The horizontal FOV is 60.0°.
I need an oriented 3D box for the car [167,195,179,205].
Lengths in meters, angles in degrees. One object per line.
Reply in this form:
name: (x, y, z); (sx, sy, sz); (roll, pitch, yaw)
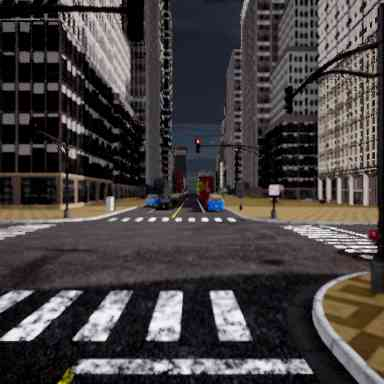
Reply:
car: (-3.148, 1.511, 56.072); (1.895, 1.301, 4.718); (0, 0, 1)

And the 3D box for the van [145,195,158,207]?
van: (-5.799, 1.263, 48.707); (1.690, 1.788, 3.998); (0, 0, 0)

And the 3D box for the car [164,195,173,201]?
car: (-5.696, 1.448, 81.943); (1.802, 1.307, 4.206); (0, 0, 0)

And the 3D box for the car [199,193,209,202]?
car: (2.668, 1.191, 76.378); (2.192, 1.841, 5.009); (0, 0, 0)

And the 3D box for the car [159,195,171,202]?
car: (-5.731, 1.436, 70.864); (2.008, 1.369, 4.403); (0, 0, 0)

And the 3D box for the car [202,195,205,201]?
car: (2.586, 1.476, 43.145); (1.887, 1.381, 4.507); (0, 0, 0)

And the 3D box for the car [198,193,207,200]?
car: (2.703, 1.171, 87.457); (2.192, 1.841, 5.009); (0, 0, 0)

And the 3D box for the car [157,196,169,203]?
car: (-5.748, 1.461, 65.325); (1.947, 1.339, 4.313); (0, 0, 0)

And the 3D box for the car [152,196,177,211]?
car: (-3.229, 1.500, 39.803); (1.994, 1.385, 4.181); (0, 0, 0)

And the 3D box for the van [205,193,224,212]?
van: (2.660, 1.281, 37.607); (1.690, 1.788, 3.998); (0, 0, 0)

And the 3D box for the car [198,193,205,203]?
car: (2.633, 1.210, 65.299); (2.192, 1.841, 5.009); (0, 0, 0)

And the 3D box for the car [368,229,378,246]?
car: (9.060, 1.639, 11.834); (4.718, 1.301, 1.895); (0, 0, -1)
